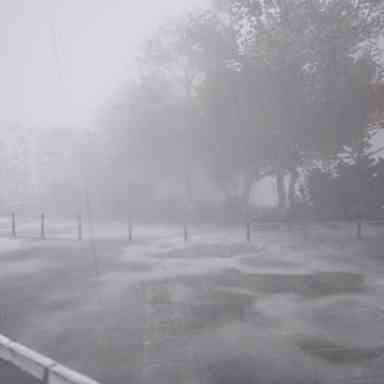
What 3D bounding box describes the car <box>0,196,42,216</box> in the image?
[{"bbox_3d":[-18.394,1.602,35.717,2.185,1.767,4.553,0,0,34],"label":"car"}]
